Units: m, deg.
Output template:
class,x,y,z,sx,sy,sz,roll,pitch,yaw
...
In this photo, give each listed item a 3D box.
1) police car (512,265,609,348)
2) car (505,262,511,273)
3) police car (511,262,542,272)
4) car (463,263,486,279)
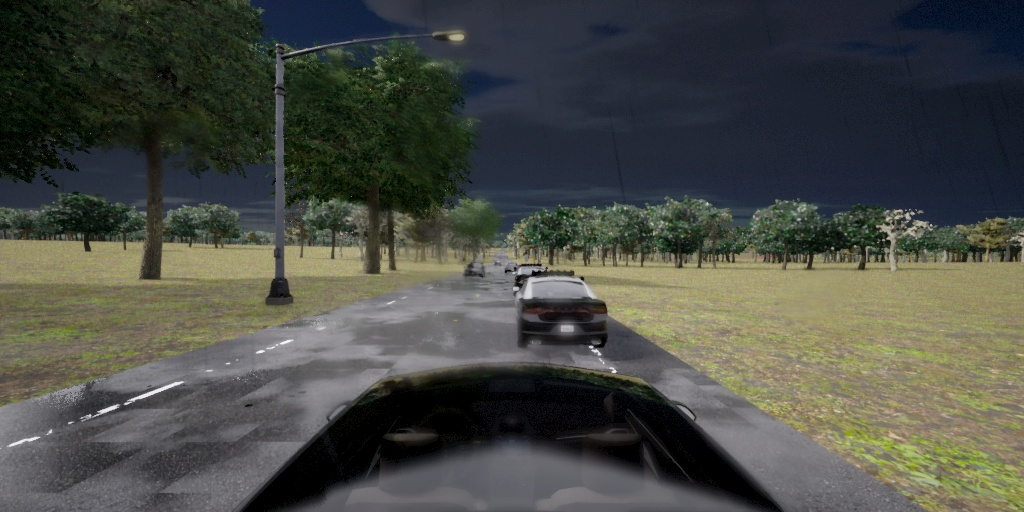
class,x,y,z,sx,sy,sz,roll,pitch,yaw
police car,1.050,1.183,9.401,1.930,1.638,5.238,0,0,0
car,0.027,1.571,47.843,1.994,1.385,4.181,0,0,0
police car,1.051,1.219,19.406,1.930,1.638,5.238,0,0,0
car,-3.597,1.410,35.371,1.837,1.490,4.892,0,0,0
